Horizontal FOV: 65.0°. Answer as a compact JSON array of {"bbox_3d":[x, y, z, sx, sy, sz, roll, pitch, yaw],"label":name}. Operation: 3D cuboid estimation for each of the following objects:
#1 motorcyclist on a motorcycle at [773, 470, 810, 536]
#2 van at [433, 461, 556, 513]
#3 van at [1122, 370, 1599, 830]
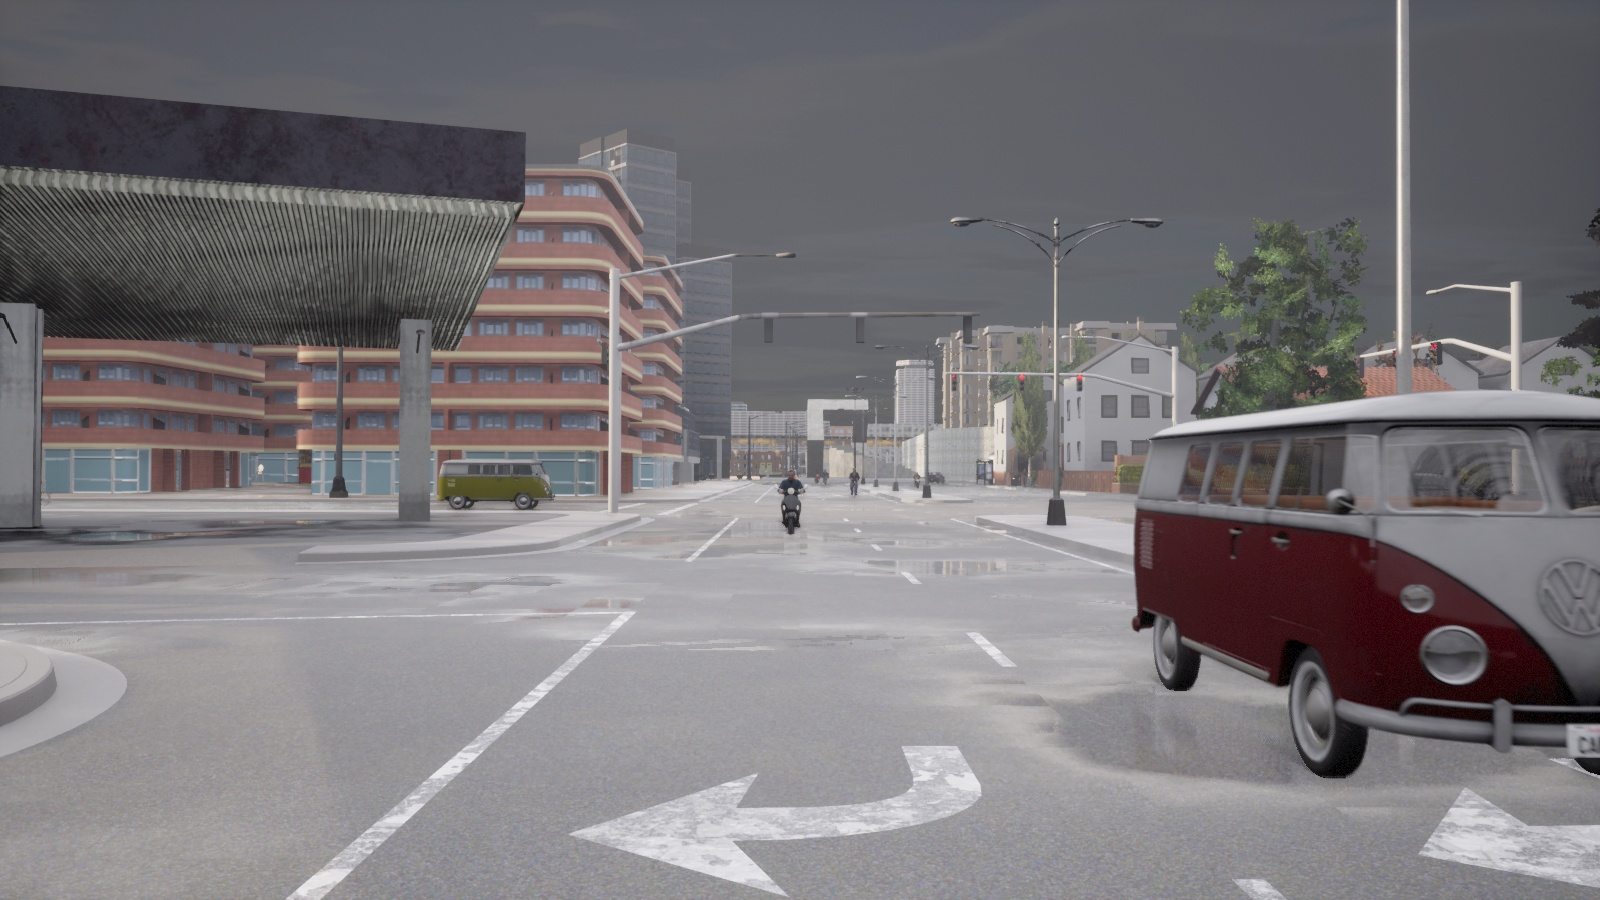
[{"bbox_3d":[-0.213,1.290,31.125,0.866,1.590,1.817,0,-1,0],"label":"motorcyclist on a motorcycle"},{"bbox_3d":[-12.051,1.448,49.723,4.442,1.987,1.775,0,-1,-2],"label":"van"},{"bbox_3d":[3.447,0.682,7.673,1.775,1.987,4.442,0,-1,0],"label":"van"}]
